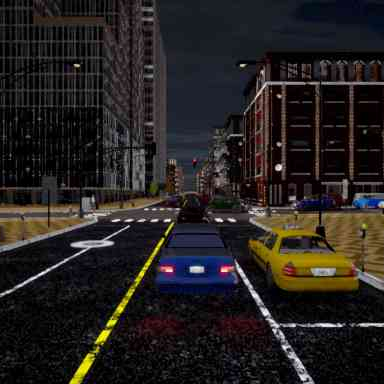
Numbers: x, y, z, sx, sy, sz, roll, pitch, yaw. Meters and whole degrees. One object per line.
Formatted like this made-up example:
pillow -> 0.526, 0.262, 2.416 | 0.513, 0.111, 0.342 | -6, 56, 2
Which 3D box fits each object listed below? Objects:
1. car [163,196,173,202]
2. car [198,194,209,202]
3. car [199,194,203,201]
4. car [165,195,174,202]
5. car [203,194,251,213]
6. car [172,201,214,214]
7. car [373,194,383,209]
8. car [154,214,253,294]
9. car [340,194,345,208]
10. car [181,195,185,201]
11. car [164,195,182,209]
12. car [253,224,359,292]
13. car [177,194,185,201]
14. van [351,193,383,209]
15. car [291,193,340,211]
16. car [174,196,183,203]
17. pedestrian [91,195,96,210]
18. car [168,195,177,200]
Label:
car -> -5.348, 1.555, 74.627 | 2.008, 1.369, 4.403 | 0, 0, 0
car -> 2.532, 1.320, 74.630 | 2.192, 1.841, 5.009 | 0, 0, 0
car -> 2.537, 1.318, 63.445 | 2.192, 1.841, 5.009 | 0, 0, 0
car -> -5.351, 1.550, 80.220 | 1.887, 1.381, 4.507 | 0, 0, 0
car -> 3.911, 1.284, 35.016 | 4.553, 1.767, 2.097 | -1, 0, 33
car -> 0.075, 1.505, 18.687 | 1.837, 1.490, 4.892 | 0, 0, 0
car -> 23.072, 1.213, 36.628 | 4.674, 1.442, 1.812 | -1, 0, 0
car -> 0.093, 1.547, 8.945 | 2.033, 1.411, 5.357 | 0, 0, 0
car -> 15.297, 1.094, 38.994 | 5.009, 1.841, 2.192 | -1, 1, -1
car -> -2.855, 1.495, 58.483 | 2.128, 1.511, 4.902 | 0, 0, 0
car -> -2.729, 1.565, 46.560 | 1.994, 1.385, 4.181 | 0, 0, -2
car -> 2.560, 1.525, 8.798 | 1.752, 1.417, 4.829 | 0, 0, 0
car -> -2.786, 1.383, 84.596 | 1.882, 1.535, 5.008 | 0, 0, 0
van -> 20.953, 1.050, 39.056 | 3.998, 1.788, 1.690 | -1, 1, -1
car -> 13.270, 1.162, 36.492 | 4.553, 1.767, 2.097 | -1, 0, -1
car -> -2.779, 1.529, 69.450 | 1.812, 1.442, 4.674 | 0, 0, 0
pedestrian -> -12.366, 1.270, 41.628 | 0.375, 1.860, 0.375 | 0, 1, -1
car -> -5.355, 1.558, 91.406 | 2.008, 1.369, 4.403 | 0, 0, 0
